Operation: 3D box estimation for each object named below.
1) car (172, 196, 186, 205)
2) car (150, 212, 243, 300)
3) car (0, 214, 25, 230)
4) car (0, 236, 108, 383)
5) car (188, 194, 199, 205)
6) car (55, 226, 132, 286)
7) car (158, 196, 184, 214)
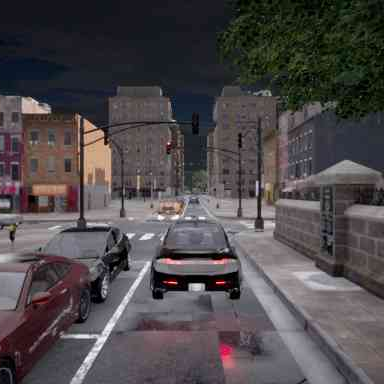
[{"bbox_3d":[-2.239,1.476,58.241,2.128,1.511,4.902,0,0,0],"label":"car"},{"bbox_3d":[0.093,1.491,8.386,2.128,1.511,4.902,0,0,0],"label":"car"},{"bbox_3d":[-13.315,1.728,21.118,4.718,1.301,1.895,-1,0,0],"label":"car"},{"bbox_3d":[-2.632,1.582,4.545,1.802,1.307,4.206,0,0,0],"label":"car"},{"bbox_3d":[0.343,1.509,60.418,1.812,1.442,4.674,0,0,0],"label":"car"},{"bbox_3d":[-2.629,1.565,8.207,1.947,1.339,4.313,0,0,0],"label":"car"},{"bbox_3d":[-2.286,1.343,34.782,2.097,1.767,4.553,0,0,1],"label":"car"}]
